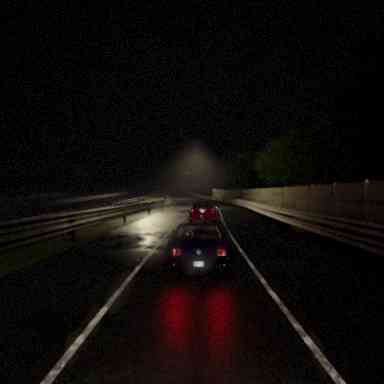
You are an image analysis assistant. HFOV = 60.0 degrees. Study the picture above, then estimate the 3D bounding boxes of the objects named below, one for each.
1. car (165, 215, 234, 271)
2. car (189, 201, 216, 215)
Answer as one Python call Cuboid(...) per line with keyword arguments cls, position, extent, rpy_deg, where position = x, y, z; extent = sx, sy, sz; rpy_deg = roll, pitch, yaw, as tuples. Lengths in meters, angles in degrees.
Cuboid(cls="car", position=(0.250, 1.667, 11.176), extent=(1.895, 1.301, 4.718), rpy_deg=(0, 0, 2))
Cuboid(cls="car", position=(0.913, 1.512, 27.264), extent=(2.097, 1.767, 4.553), rpy_deg=(0, 0, 3))
